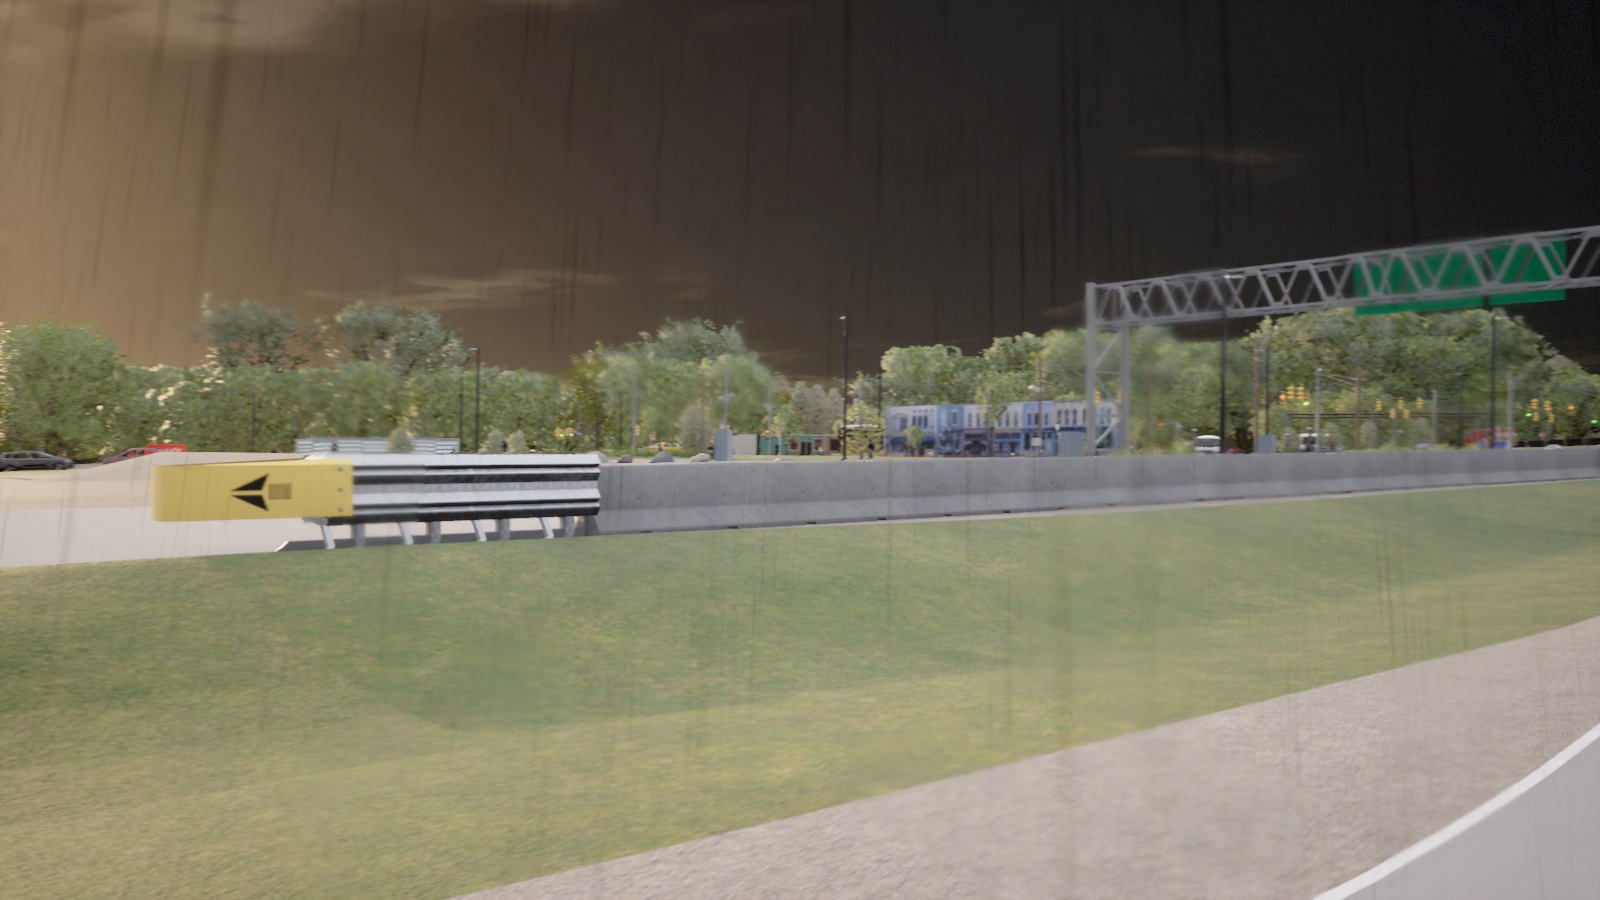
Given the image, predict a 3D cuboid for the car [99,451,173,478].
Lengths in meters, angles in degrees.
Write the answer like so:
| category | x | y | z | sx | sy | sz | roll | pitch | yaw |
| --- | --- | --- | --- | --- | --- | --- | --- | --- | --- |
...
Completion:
| category | x | y | z | sx | sy | sz | roll | pitch | yaw |
| --- | --- | --- | --- | --- | --- | --- | --- | --- | --- |
| car | -40.617 | 0.861 | 76.898 | 3.633 | 1.501 | 1.845 | -2 | 1 | -13 |
